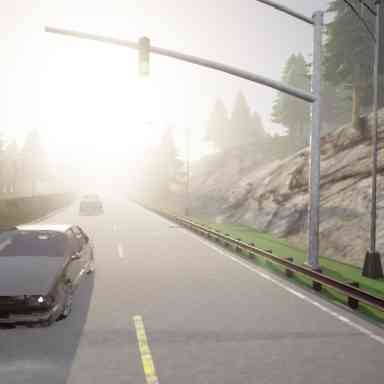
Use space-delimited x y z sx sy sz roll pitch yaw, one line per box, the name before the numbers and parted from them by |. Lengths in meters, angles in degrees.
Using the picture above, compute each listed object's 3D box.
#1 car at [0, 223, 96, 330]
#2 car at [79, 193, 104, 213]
car | -3.233 1.416 7.106 2.033 1.411 5.357 1 0 -9
car | -9.362 0.931 31.097 2.097 1.767 4.553 1 0 -15
